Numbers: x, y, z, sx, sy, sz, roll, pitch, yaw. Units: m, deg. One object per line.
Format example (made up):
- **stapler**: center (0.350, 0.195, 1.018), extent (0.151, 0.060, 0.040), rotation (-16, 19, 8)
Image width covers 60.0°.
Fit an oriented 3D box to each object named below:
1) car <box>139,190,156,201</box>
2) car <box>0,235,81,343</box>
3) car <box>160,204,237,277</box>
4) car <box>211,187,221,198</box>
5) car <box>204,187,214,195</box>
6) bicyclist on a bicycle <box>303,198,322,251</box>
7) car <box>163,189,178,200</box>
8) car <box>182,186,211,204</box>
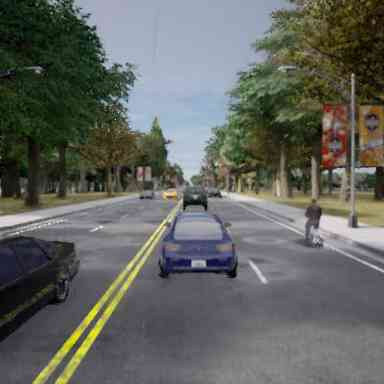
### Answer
- **car**: center (-6.278, 0.449, 47.226), extent (2.033, 1.411, 5.357), rotation (0, 1, 1)
- **car**: center (-3.319, 1.423, 4.925), extent (2.033, 1.411, 5.357), rotation (0, 1, 0)
- **car**: center (0.158, 1.298, 9.327), extent (1.812, 1.442, 4.674), rotation (0, 1, 0)
- **car**: center (3.700, 0.078, 55.601), extent (2.097, 1.767, 4.553), rotation (0, 1, 0)
- **car**: center (3.715, -0.290, 73.614), extent (2.097, 1.767, 4.553), rotation (0, 1, 0)
- **bicyclist on a bicycle**: center (4.215, 1.089, 11.725), extent (0.659, 1.776, 1.843), rotation (0, 2, 0)
- **car**: center (-3.026, 0.371, 47.665), extent (1.882, 1.535, 5.008), rotation (0, 1, 1)
- **car**: center (0.280, 0.504, 30.376), extent (2.150, 2.045, 5.566), rotation (0, 1, 0)
